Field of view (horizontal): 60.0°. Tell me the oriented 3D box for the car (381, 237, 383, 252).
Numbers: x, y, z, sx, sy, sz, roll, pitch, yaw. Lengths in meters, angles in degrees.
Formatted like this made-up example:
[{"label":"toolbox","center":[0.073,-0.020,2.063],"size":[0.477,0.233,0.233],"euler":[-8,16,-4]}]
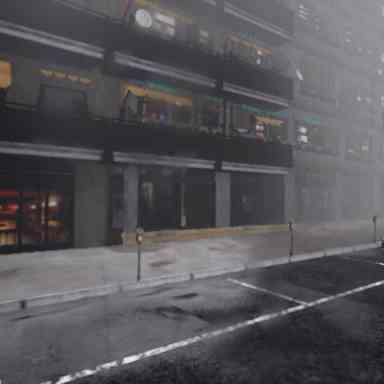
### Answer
[{"label":"car","center":[9.098,1.733,13.031],"size":[4.206,1.307,1.802],"euler":[1,0,-35]}]
